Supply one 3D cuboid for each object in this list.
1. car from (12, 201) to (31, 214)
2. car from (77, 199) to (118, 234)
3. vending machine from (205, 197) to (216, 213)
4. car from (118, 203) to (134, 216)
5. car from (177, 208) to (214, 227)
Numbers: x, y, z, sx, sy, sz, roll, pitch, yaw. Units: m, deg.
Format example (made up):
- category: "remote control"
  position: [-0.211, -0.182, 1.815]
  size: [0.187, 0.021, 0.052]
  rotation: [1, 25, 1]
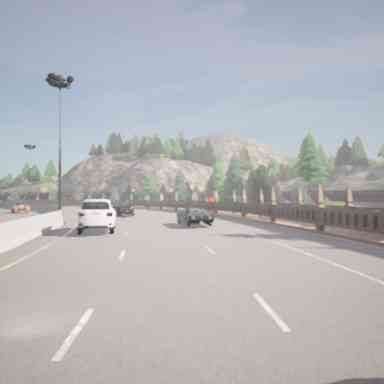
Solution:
- category: "car"
  position: [-23.824, 2.085, 46.343]
  size: [2.097, 1.767, 4.553]
  rotation: [0, -1, -31]
- category: "car"
  position: [-6.073, 1.494, 21.485]
  size: [2.150, 2.045, 5.566]
  rotation: [0, -1, -13]
- category: "vending machine"
  position: [2.430, 1.670, 43.402]
  size: [1.100, 2.100, 0.880]
  rotation: [0, -1, -23]
- category: "car"
  position: [-8.008, 1.987, 38.611]
  size: [2.128, 1.511, 4.902]
  rotation: [0, -1, -23]
- category: "car"
  position: [0.127, 1.882, 25.467]
  size: [1.895, 1.301, 4.718]
  rotation: [0, -1, -14]
